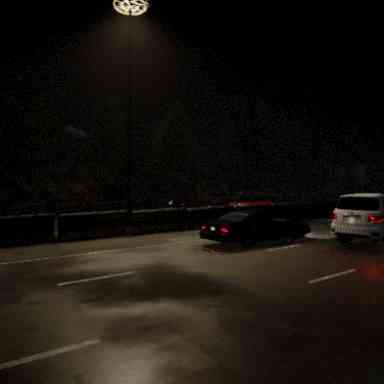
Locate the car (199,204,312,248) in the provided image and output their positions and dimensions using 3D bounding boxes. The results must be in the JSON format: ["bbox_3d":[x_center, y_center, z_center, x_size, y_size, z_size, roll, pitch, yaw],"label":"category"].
[{"bbox_3d":[2.850,1.445,14.377,5.357,1.411,2.033,-1,0,-35],"label":"car"}]

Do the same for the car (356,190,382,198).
[{"bbox_3d":[32.833,0.343,61.672,5.357,1.411,2.033,-2,1,-35],"label":"car"}]

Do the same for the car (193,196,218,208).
[{"bbox_3d":[2.798,1.287,31.778,4.674,1.442,1.812,-1,1,-35],"label":"car"}]

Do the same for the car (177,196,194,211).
[{"bbox_3d":[1.177,1.354,34.920,4.718,1.301,1.895,-1,1,-35],"label":"car"}]

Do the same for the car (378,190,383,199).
[{"bbox_3d":[34.964,0.326,58.893,4.674,1.442,1.812,-2,1,-35],"label":"car"}]

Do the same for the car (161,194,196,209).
[{"bbox_3d":[-1.199,1.112,37.523,4.553,1.767,2.097,-1,1,-35],"label":"car"}]

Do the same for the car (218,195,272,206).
[{"bbox_3d":[4.880,1.112,28.963,4.553,1.767,2.097,-1,1,-35],"label":"car"}]

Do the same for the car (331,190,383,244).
[{"bbox_3d":[8.059,1.070,13.792,5.566,2.045,2.150,-1,1,-35],"label":"car"}]
